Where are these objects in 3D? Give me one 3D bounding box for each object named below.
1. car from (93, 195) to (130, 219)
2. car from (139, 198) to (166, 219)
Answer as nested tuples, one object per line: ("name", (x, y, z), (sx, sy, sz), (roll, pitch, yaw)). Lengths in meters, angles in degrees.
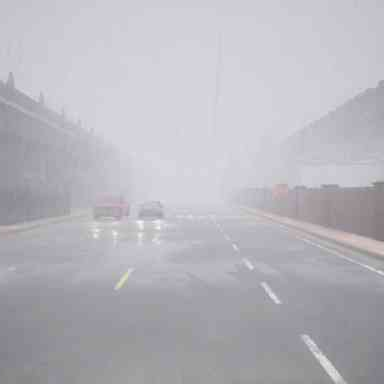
("car", (-6.999, 1.325, 29.515), (2.150, 2.045, 5.566), (0, 0, 0))
("car", (-3.499, 1.558, 29.540), (1.812, 1.442, 4.674), (0, 0, 0))
